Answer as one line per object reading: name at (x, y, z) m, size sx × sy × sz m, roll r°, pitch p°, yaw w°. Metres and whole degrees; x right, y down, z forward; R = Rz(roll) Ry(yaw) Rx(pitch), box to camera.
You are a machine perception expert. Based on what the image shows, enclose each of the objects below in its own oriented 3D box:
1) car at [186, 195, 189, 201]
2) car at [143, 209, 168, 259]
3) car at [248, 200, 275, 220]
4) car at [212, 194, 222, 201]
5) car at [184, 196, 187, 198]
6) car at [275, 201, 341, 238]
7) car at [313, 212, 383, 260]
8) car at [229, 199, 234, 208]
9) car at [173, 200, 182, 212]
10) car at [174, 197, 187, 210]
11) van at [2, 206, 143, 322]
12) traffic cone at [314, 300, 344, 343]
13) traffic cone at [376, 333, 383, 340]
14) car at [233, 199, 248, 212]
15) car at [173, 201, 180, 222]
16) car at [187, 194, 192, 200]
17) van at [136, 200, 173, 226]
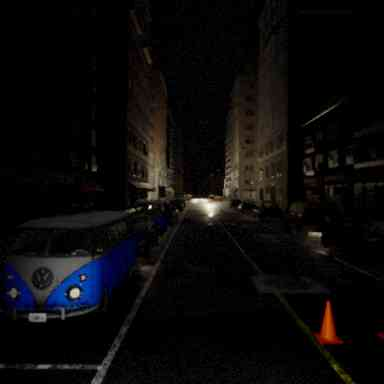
car at (-1.887, 1.507, 51.029) m, size 1.967 × 1.590 × 4.097 m, roll 0°, pitch 0°, yaw 0°
car at (-2.216, 1.552, 12.521) m, size 2.008 × 1.369 × 4.403 m, roll 0°, pitch 0°, yaw 0°
car at (6.450, 1.527, 28.952) m, size 1.967 × 1.590 × 4.097 m, roll 0°, pitch 0°, yaw 0°
car at (6.988, 1.667, 88.045) m, size 1.967 × 1.590 × 4.097 m, roll 0°, pitch 0°, yaw 1°
car at (-1.935, 1.639, 45.528) m, size 1.802 × 1.307 × 4.206 m, roll 0°, pitch 0°, yaw 0°
car at (6.357, 1.384, 17.949) m, size 2.192 × 1.841 × 5.009 m, roll 0°, pitch 0°, yaw 0°
car at (6.309, 1.643, 12.447) m, size 1.802 × 1.307 × 4.206 m, roll 0°, pitch 0°, yaw 0°
car at (6.637, 1.692, 50.956) m, size 1.947 × 1.339 × 4.313 m, roll 0°, pitch 0°, yaw 0°
car at (-2.075, 1.610, 29.025) m, size 1.802 × 1.307 × 4.206 m, roll 0°, pitch 0°, yaw 0°
car at (-1.981, 1.613, 40.027) m, size 1.947 × 1.339 × 4.313 m, roll 0°, pitch 0°, yaw 0°
van at (-2.262, 1.335, 7.021) m, size 1.690 × 1.788 × 3.998 m, roll 0°, pitch 0°, yaw 0°
traffic cone at (2.112, 1.977, 5.156) m, size 0.340 × 0.580 × 0.340 m, roll 0°, pitch 0°, yaw 0°
traffic cone at (3.112, 1.984, 5.148) m, size 0.340 × 0.580 × 0.340 m, roll 0°, pitch 0°, yaw 0°
car at (6.543, 1.656, 39.954) m, size 2.008 × 1.369 × 4.403 m, roll 0°, pitch 0°, yaw 0°
car at (-2.122, 1.585, 23.523) m, size 1.947 × 1.339 × 4.313 m, roll 0°, pitch 0°, yaw 0°
car at (-1.537, 1.750, 88.130) m, size 1.802 × 1.307 × 4.206 m, roll 0°, pitch 0°, yaw 1°
van at (-2.168, 1.351, 18.022) m, size 1.690 × 1.788 × 3.998 m, roll 0°, pitch 0°, yaw 0°
